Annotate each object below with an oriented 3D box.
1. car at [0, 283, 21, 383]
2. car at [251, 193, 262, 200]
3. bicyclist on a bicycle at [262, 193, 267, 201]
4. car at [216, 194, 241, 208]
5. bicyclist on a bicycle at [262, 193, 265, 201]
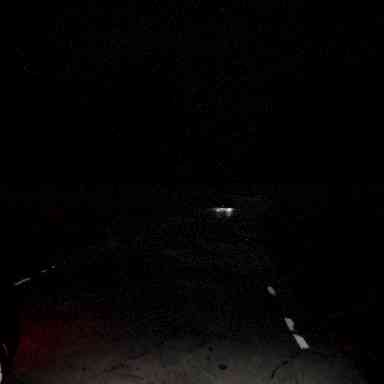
[{"bbox_3d":[-2.957,1.466,1.778,1.882,1.535,5.008,0,0,2],"label":"car"},{"bbox_3d":[15.118,1.024,78.190,2.033,1.411,5.357,0,1,2],"label":"car"},{"bbox_3d":[13.826,1.104,62.620,0.582,1.620,1.656,0,0,12],"label":"bicyclist on a bicycle"},{"bbox_3d":[4.541,1.327,43.168,2.033,1.411,5.357,1,0,17],"label":"car"},{"bbox_3d":[15.115,1.027,70.443,0.582,1.620,1.656,0,0,8],"label":"bicyclist on a bicycle"}]
